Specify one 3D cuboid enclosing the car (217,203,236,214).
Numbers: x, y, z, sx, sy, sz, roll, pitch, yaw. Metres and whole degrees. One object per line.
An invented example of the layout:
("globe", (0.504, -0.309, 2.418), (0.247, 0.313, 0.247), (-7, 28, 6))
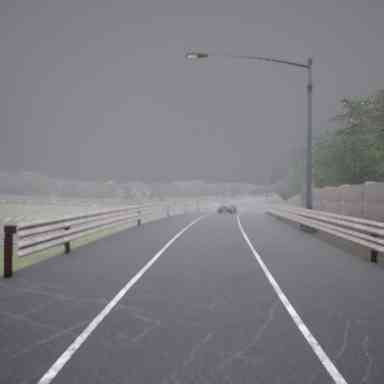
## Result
("car", (4.458, 2.170, 44.102), (1.812, 1.442, 4.674), (1, -2, 10))
